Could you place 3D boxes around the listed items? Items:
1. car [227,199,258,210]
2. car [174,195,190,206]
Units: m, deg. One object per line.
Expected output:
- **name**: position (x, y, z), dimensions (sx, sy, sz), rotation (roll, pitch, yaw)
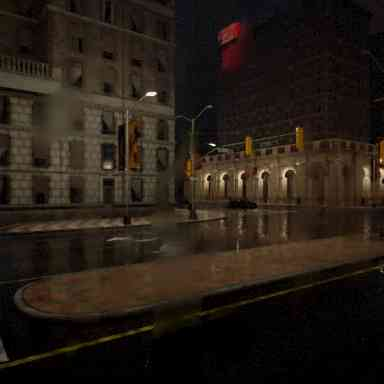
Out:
- **car**: position (6.449, 1.564, 42.857), dimensions (1.994, 1.385, 4.181), rotation (0, 0, -37)
- **car**: position (-2.394, 1.547, 55.250), dimensions (2.033, 1.411, 5.357), rotation (0, 0, -35)
